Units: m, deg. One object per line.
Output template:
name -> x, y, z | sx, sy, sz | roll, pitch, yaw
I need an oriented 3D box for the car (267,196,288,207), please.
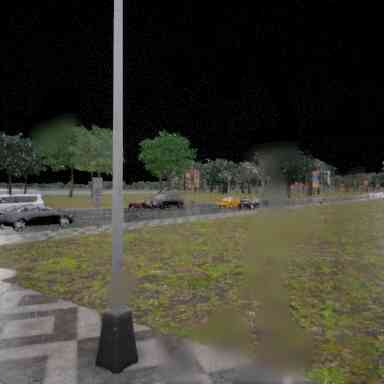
car -> 13.709, 1.372, 53.295 | 2.097, 1.767, 4.553 | 0, 0, 36

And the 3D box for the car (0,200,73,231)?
car -> -9.778, 1.512, 20.708 | 2.128, 1.511, 4.902 | 0, 0, 36

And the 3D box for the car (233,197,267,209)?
car -> 7.988, 1.526, 45.274 | 1.837, 1.490, 4.892 | 0, 0, 36

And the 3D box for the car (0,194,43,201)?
car -> -14.248, 1.209, 25.788 | 2.150, 2.045, 5.566 | 0, 0, 36

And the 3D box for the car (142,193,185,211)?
car -> -3.182, 1.210, 41.135 | 2.150, 2.045, 5.566 | 0, 0, 36

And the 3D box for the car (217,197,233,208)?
car -> 5.512, 1.483, 47.395 | 1.882, 1.535, 5.008 | 0, 0, 36

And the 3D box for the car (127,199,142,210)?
car -> -6.038, 1.573, 42.734 | 1.895, 1.301, 4.718 | 0, 0, 36

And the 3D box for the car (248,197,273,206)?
car -> 11.575, 1.552, 55.894 | 2.033, 1.411, 5.357 | 0, 0, 36
